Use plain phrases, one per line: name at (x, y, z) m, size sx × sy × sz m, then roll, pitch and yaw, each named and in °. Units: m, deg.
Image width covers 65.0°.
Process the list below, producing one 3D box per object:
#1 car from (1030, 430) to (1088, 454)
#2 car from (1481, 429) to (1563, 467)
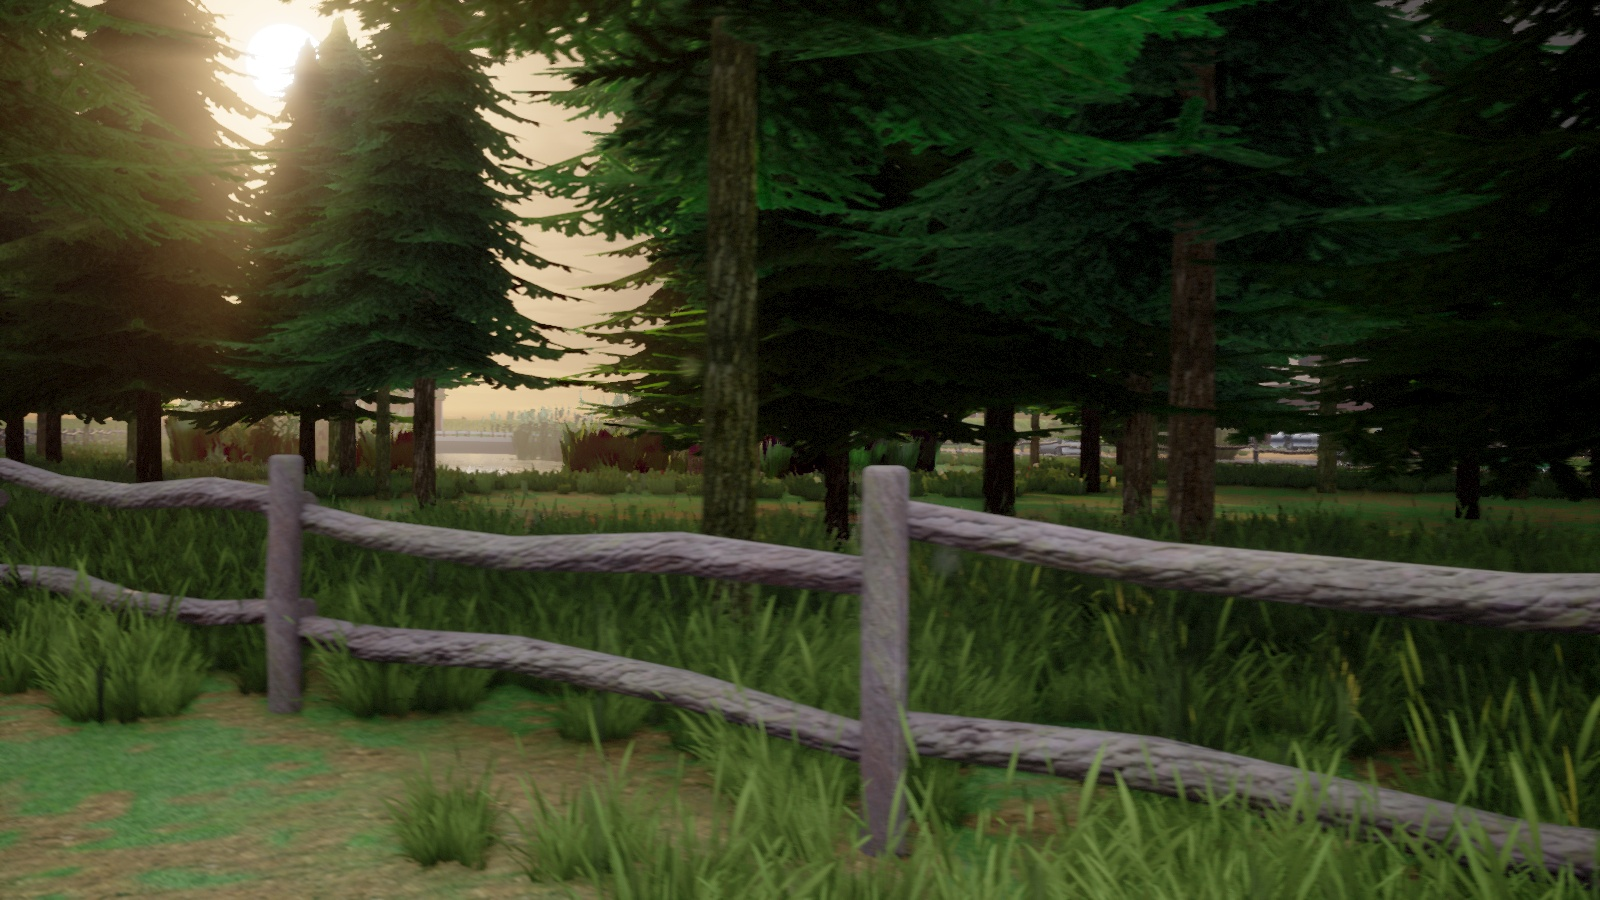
car at (16.314, -0.519, 79.204) m, size 1.970 × 1.475 × 3.806 m, roll -1°, pitch 1°, yaw -18°
car at (26.907, -0.097, 46.846) m, size 1.481 × 1.376 × 2.207 m, roll -1°, pitch 1°, yaw -19°
